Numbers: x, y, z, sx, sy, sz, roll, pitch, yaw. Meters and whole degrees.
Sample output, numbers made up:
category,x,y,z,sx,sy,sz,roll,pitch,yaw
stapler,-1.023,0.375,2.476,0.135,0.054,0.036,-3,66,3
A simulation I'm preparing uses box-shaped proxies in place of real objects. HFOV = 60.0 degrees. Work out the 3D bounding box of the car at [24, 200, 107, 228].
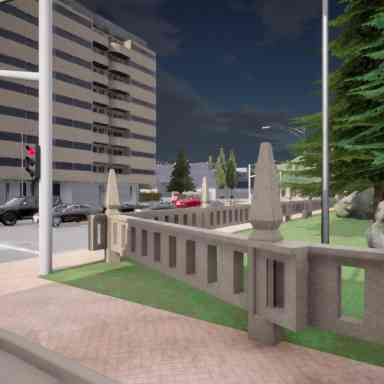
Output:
category,x,y,z,sx,sy,sz,roll,pitch,yaw
car,-8.617,1.553,23.270,2.128,1.511,4.902,0,0,34

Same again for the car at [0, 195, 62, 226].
category,x,y,z,sx,sy,sz,roll,pitch,yaw
car,-12.069,1.284,24.427,2.150,2.045,5.566,0,0,34

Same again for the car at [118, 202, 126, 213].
category,x,y,z,sx,sy,sz,roll,pitch,yaw
car,-6.555,1.663,32.481,1.895,1.301,4.718,0,0,34

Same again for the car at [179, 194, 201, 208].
category,x,y,z,sx,sy,sz,roll,pitch,yaw
car,-0.573,1.283,41.204,2.150,2.045,5.566,0,0,34

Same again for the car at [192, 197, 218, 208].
category,x,y,z,sx,sy,sz,roll,pitch,yaw
car,2.266,1.625,39.146,1.994,1.385,4.181,0,0,35

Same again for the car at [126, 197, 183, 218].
category,x,y,z,sx,sy,sz,roll,pitch,yaw
car,-3.345,1.552,30.971,2.128,1.511,4.902,0,0,34

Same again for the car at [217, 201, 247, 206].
category,x,y,z,sx,sy,sz,roll,pitch,yaw
car,4.307,1.623,29.406,1.994,1.385,4.181,0,0,34
